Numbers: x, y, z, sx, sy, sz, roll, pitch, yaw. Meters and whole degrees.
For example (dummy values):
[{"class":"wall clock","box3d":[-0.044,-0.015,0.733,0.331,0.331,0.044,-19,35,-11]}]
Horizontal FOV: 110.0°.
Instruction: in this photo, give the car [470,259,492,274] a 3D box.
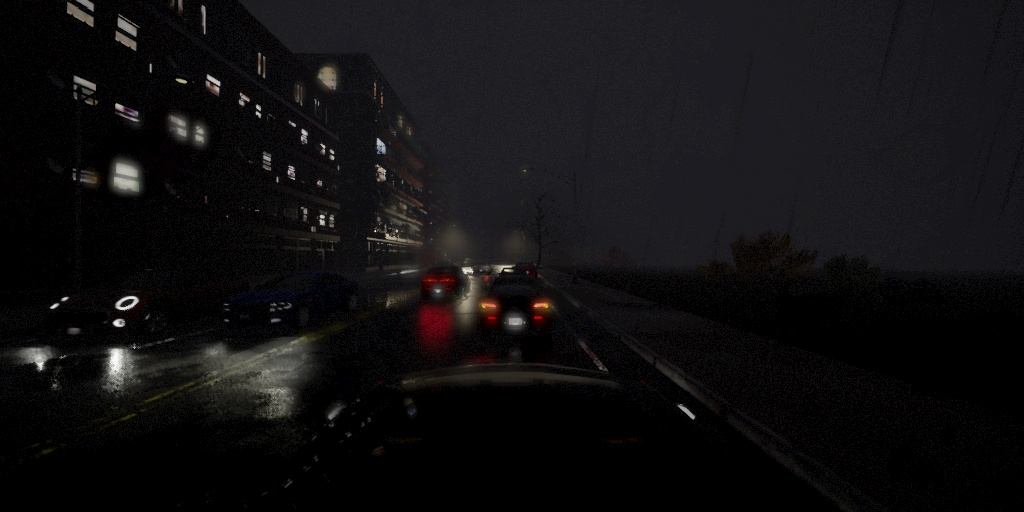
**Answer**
[{"class":"car","box3d":[-3.255,1.279,40.034,1.812,1.442,4.674,0,0,0]}]

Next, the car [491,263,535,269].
[{"class":"car","box3d":[0.050,1.317,20.370,1.994,1.385,4.181,0,0,0]}]

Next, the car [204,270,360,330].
[{"class":"car","box3d":[-6.626,1.229,11.380,1.882,1.535,5.008,0,0,0]}]

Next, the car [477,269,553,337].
[{"class":"car","box3d":[0.069,1.277,10.203,1.812,1.442,4.674,0,0,0]}]

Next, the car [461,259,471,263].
[{"class":"car","box3d":[-6.737,1.244,54.960,2.128,1.511,4.902,0,0,0]}]

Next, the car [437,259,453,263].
[{"class":"car","box3d":[-9.984,1.244,53.716,2.128,1.511,4.902,0,0,0]}]

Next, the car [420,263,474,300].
[{"class":"car","box3d":[-3.194,1.256,17.846,1.837,1.490,4.892,0,0,0]}]

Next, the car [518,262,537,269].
[{"class":"car","box3d":[1.061,1.232,29.899,1.882,1.535,5.008,0,0,0]}]

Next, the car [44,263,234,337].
[{"class":"car","box3d":[-9.874,1.103,10.329,2.097,1.767,4.553,0,0,0]}]
